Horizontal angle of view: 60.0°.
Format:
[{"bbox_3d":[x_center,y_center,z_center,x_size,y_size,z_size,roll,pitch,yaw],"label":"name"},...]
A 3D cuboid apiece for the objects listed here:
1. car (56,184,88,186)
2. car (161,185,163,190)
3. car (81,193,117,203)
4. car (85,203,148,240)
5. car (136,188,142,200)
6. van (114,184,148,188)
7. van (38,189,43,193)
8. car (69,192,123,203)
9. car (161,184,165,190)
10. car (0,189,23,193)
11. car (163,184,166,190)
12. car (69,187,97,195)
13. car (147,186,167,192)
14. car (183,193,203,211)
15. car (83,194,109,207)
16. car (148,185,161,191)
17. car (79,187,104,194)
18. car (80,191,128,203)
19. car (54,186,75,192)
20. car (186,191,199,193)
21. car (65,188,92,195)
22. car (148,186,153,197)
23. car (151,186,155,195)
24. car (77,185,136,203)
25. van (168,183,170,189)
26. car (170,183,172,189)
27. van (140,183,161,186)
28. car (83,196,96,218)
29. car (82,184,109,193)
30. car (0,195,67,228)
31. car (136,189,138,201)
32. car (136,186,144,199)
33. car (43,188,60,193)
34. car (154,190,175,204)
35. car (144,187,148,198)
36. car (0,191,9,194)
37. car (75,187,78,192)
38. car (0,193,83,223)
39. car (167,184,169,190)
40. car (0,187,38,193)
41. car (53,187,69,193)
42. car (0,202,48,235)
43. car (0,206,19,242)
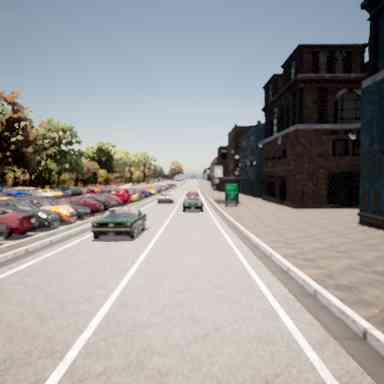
[{"bbox_3d":[-22.492,-0.184,60.374,5.566,2.045,2.435,0,2,0],"label":"car"},{"bbox_3d":[-9.317,-0.284,71.426,4.792,1.488,2.163,0,2,0],"label":"car"},{"bbox_3d":[-9.694,1.093,29.694,5.008,1.535,2.097,0,2,0],"label":"car"},{"bbox_3d":[-3.367,1.429,16.107,1.895,1.301,4.718,0,1,0],"label":"car"},{"bbox_3d":[-9.767,0.638,43.610,5.366,1.575,1.946,0,2,0],"label":"car"},{"bbox_3d":[-9.628,0.133,51.947,4.442,1.987,1.878,0,2,0],"label":"van"},{"bbox_3d":[-22.545,0.409,43.674,4.442,1.987,1.878,0,2,0],"label":"van"},{"bbox_3d":[-9.647,1.041,32.481,4.792,1.488,2.163,0,2,0],"label":"car"},{"bbox_3d":[-9.302,-0.470,76.990,4.674,1.452,2.002,0,2,0],"label":"car"},{"bbox_3d":[-22.894,0.819,38.118,5.366,1.575,1.946,0,2,0],"label":"car"},{"bbox_3d":[-9.244,-0.734,79.764,4.553,1.767,2.185,0,2,0],"label":"car"},{"bbox_3d":[-22.444,-0.223,68.732,5.008,1.535,2.097,0,2,0],"label":"car"},{"bbox_3d":[-9.199,-0.907,88.114,4.892,1.521,2.231,0,2,0],"label":"car"},{"bbox_3d":[0.087,1.094,31.877,1.895,1.301,4.718,0,2,0],"label":"car"},{"bbox_3d":[-9.717,1.166,26.906,5.008,1.535,2.097,0,1,0],"label":"car"},{"bbox_3d":[-9.232,-0.025,63.079,5.366,1.575,1.946,0,2,0],"label":"car"},{"bbox_3d":[-22.407,-0.419,74.297,5.008,1.535,2.097,0,2,1],"label":"car"},{"bbox_3d":[-9.650,0.963,35.266,4.674,1.452,2.002,0,2,0],"label":"car"},{"bbox_3d":[-22.574,0.258,54.816,4.892,1.521,2.231,0,2,0],"label":"car"},{"bbox_3d":[0.113,0.489,49.466,1.994,1.385,4.181,0,2,0],"label":"car"},{"bbox_3d":[-22.476,-0.086,65.950,4.674,1.452,2.002,0,2,0],"label":"car"},{"bbox_3d":[-9.493,0.264,54.735,5.008,1.535,2.097,0,2,0],"label":"car"},{"bbox_3d":[-9.459,0.169,57.517,5.008,1.535,2.097,0,2,0],"label":"car"},{"bbox_3d":[-9.657,0.578,38.037,5.566,2.045,2.435,0,2,0],"label":"car"},{"bbox_3d":[-9.065,-1.234,90.887,4.442,1.987,1.878,0,2,0],"label":"van"},{"bbox_3d":[-9.130,-1.360,93.668,5.566,2.045,2.435,0,2,0],"label":"car"},{"bbox_3d":[-9.253,-0.439,68.572,4.442,1.987,1.878,0,2,0],"label":"van"},{"bbox_3d":[-9.749,1.272,24.119,4.674,1.452,2.002,0,1,0],"label":"car"},{"bbox_3d":[-22.351,-0.768,77.073,5.566,2.045,2.435,0,2,0],"label":"car"},{"bbox_3d":[-9.825,1.212,18.549,4.553,1.767,2.185,0,1,0],"label":"car"},{"bbox_3d":[-9.600,0.735,40.827,5.008,1.535,2.097,0,2,0],"label":"car"},{"bbox_3d":[-9.528,0.426,46.261,4.553,1.767,2.185,0,2,0],"label":"car"},{"bbox_3d":[-22.617,0.487,49.250,4.674,1.452,2.002,0,2,0],"label":"car"},{"bbox_3d":[-3.275,0.773,42.094,1.895,1.301,4.718,0,2,1],"label":"car"},{"bbox_3d":[-9.541,0.455,49.172,4.892,1.521,2.231,0,2,0],"label":"car"},{"bbox_3d":[-22.728,0.920,35.210,5.008,1.535,2.097,0,2,0],"label":"car"},{"bbox_3d":[-22.572,0.192,57.598,4.792,1.488,2.163,0,2,1],"label":"car"},{"bbox_3d":[-9.802,1.163,21.329,4.553,1.767,2.185,0,1,0],"label":"car"},{"bbox_3d":[-9.414,-0.811,85.335,5.366,1.575,1.946,0,2,0],"label":"car"},{"bbox_3d":[-22.657,0.477,40.891,5.566,2.045,2.435,0,2,0],"label":"car"},{"bbox_3d":[-22.596,0.352,52.033,5.008,1.535,2.097,0,2,0],"label":"car"},{"bbox_3d":[-9.846,1.406,15.764,4.792,1.488,2.163,0,1,0],"label":"car"},{"bbox_3d":[-9.812,1.436,12.976,4.792,1.488,2.163,0,1,0],"label":"car"}]
